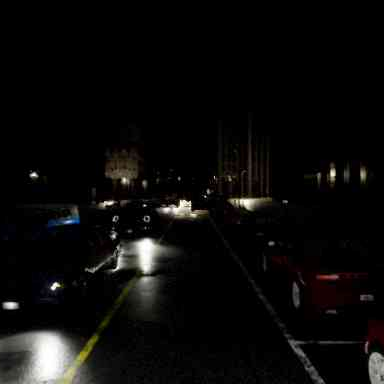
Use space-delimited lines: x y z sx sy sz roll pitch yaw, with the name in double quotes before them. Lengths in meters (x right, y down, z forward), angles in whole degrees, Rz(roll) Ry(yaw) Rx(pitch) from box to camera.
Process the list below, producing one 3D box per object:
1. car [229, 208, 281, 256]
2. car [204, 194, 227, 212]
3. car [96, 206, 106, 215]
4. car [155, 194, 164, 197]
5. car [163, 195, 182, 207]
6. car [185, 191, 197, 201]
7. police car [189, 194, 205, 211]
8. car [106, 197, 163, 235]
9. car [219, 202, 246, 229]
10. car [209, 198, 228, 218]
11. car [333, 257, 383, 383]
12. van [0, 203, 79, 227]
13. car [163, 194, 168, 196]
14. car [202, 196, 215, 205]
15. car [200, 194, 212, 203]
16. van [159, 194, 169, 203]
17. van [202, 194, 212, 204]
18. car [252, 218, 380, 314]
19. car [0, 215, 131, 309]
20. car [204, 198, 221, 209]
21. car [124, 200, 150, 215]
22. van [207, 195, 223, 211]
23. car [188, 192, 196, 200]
"car" 2.780 1.543 13.036 1.887 1.381 4.507 0 0 0
"car" 2.783 1.312 35.138 2.192 1.841 5.009 0 0 0
"car" -5.765 1.580 24.107 1.802 1.307 4.206 0 0 0
"car" -5.749 1.523 51.562 1.752 1.417 4.829 0 0 0
"car" -3.050 1.598 51.308 1.895 1.301 4.718 0 0 0
"car" 0.031 1.039 75.282 2.150 2.045 5.566 0 0 0
"police car" 0.917 1.423 40.715 1.930 1.638 5.238 0 0 0
"car" -3.050 1.350 18.637 2.097 1.767 4.553 0 0 0
"car" 2.781 1.523 18.732 1.752 1.417 4.829 0 0 0
"car" 2.783 1.542 29.613 1.887 1.381 4.507 0 0 0
"car" 2.778 1.544 1.986 1.887 1.381 4.507 0 0 0
"van" -5.772 1.339 13.057 1.690 1.788 3.998 0 0 0
"car" -5.743 1.312 62.781 2.192 1.841 5.009 0 0 0
"car" 2.788 1.437 57.240 1.967 1.590 4.097 0 0 0
"car" 2.789 1.313 68.291 2.192 1.841 5.009 0 0 0
"van" -5.740 1.339 68.306 1.690 1.788 3.998 0 0 0
"van" 2.788 1.338 62.765 1.690 1.788 3.998 0 0 0
"car" 2.779 1.543 7.511 1.887 1.381 4.507 0 0 0
"car" -3.095 1.546 8.313 2.033 1.411 5.357 0 0 0
"car" 2.786 1.548 46.189 2.008 1.369 4.403 0 0 0
"car" -5.758 1.548 35.157 2.008 1.369 4.403 0 0 0
"van" 2.784 1.338 40.663 1.690 1.788 3.998 0 0 0
"car" 0.036 1.044 86.027 2.150 2.045 5.566 0 0 0
